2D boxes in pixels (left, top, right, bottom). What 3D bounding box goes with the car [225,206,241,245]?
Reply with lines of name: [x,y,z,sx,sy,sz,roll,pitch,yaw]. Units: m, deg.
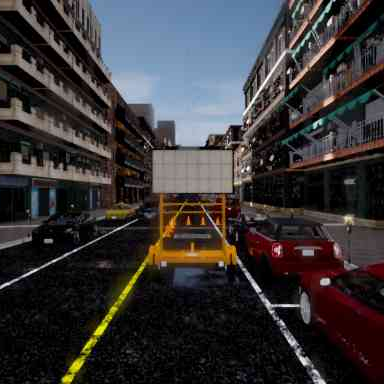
car: [2.715,1.550,15.318,2.008,1.369,4.403,0,0,0]

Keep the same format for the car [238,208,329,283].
car: [2.707,1.440,9.683,1.967,1.590,4.097,0,0,0]

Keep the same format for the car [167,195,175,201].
car: [-5.557,1.513,88.609,1.887,1.381,4.507,0,0,0]

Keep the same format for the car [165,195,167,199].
car: [-5.608,1.568,54.790,1.802,1.307,4.206,0,0,0]

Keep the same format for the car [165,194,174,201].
car: [-5.566,1.412,82.971,1.967,1.590,4.097,0,0,0]

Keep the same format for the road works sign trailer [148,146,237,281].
road works sign trailer: [0.016,0.464,9.819,2.380,3.560,2.880,0,0,0]

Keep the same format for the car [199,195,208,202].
car: [2.807,1.500,77.489,1.752,1.417,4.829,0,0,0]

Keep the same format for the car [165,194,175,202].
car: [-5.573,1.290,77.336,2.192,1.841,5.009,0,0,0]

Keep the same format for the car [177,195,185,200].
car: [-2.869,1.475,88.120,1.837,1.490,4.892,0,0,0]

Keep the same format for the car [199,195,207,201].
car: [2.823,1.514,88.592,1.887,1.381,4.507,0,0,0]

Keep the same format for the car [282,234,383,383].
car: [2.699,1.545,4.046,1.887,1.381,4.507,0,0,0]

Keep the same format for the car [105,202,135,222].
car: [-5.649,1.522,26.437,1.752,1.417,4.829,0,0,0]

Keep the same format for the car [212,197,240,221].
car: [2.733,1.312,26.592,2.192,1.841,5.009,0,0,0]

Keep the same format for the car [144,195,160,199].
car: [-5.624,1.431,43.517,1.967,1.590,4.097,0,0,0]

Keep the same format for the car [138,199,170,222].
car: [-3.060,1.522,26.437,1.812,1.442,4.674,0,0,0]

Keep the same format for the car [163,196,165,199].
car: [-5.615,1.303,49.154,2.192,1.841,5.009,0,0,0]

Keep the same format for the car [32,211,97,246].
car: [-5.666,1.565,15.334,1.947,1.339,4.313,0,0,0]
